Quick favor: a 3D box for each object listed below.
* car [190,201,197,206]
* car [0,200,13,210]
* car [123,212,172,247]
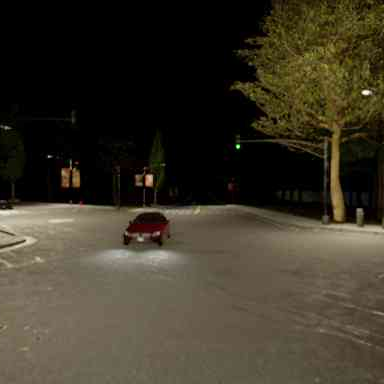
[{"bbox_3d":[0.465,3.205,93.247,1.882,1.535,5.008,0,-2,2],"label":"car"},{"bbox_3d":[-24.822,1.710,43.167,1.994,1.385,4.181,-1,1,-43],"label":"car"},{"bbox_3d":[-2.095,1.774,16.665,1.812,1.442,4.674,0,0,3],"label":"car"}]
